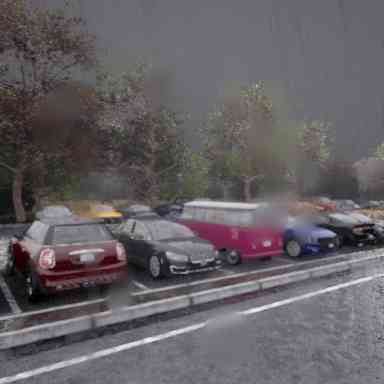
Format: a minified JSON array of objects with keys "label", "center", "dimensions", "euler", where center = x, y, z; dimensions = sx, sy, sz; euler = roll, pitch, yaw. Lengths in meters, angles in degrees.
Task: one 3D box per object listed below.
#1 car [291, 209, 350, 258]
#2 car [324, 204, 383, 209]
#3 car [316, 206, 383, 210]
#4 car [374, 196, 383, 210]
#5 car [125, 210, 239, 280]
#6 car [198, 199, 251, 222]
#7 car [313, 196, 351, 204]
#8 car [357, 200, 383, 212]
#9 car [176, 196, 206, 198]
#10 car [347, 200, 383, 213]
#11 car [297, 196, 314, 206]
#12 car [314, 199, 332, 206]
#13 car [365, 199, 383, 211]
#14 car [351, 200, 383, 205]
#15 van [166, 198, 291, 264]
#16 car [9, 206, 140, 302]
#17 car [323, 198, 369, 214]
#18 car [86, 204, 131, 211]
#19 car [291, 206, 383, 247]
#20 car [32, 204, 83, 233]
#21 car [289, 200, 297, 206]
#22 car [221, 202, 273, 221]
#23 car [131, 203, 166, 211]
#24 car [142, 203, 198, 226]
[{"label":"car","center":[3.458,1.611,13.733],"dimensions":[2.097,1.535,5.008],"euler":[1,0,-35]},{"label":"car","center":[10.394,1.675,18.386],"dimensions":[1.946,1.575,5.366],"euler":[1,0,-35]},{"label":"car","center":[8.010,1.697,16.936],"dimensions":[2.002,1.452,4.674],"euler":[1,0,-35]},{"label":"car","center":[29.937,1.651,48.414],"dimensions":[2.435,2.045,5.566],"euler":[0,0,-35]},{"label":"car","center":[-1.094,1.566,10.527],"dimensions":[2.231,1.521,4.892],"euler":[1,0,-35]},{"label":"car","center":[2.752,1.551,29.190],"dimensions":[2.185,1.767,4.553],"euler":[1,0,-35]},{"label":"car","center":[14.135,1.527,37.214],"dimensions":[2.435,2.045,5.566],"euler":[0,0,-35]},{"label":"car","center":[25.498,1.869,45.259],"dimensions":[2.097,1.535,5.008],"euler":[0,0,-35]},{"label":"car","center":[0.475,1.404,27.590],"dimensions":[2.435,2.045,5.566],"euler":[1,0,-35]},{"label":"car","center":[23.240,1.881,43.625],"dimensions":[2.163,1.488,4.792],"euler":[0,0,-35]},{"label":"car","center":[9.582,1.614,34.001],"dimensions":[2.185,1.767,4.553],"euler":[0,0,-35]},{"label":"car","center":[11.837,1.759,35.634],"dimensions":[2.097,1.535,5.008],"euler":[0,0,-35]},{"label":"car","center":[27.568,1.882,46.938],"dimensions":[1.946,1.575,5.366],"euler":[0,0,-35]},{"label":"car","center":[12.581,1.573,20.115],"dimensions":[2.185,1.767,4.553],"euler":[1,0,-35]},{"label":"van","center":[1.120,1.363,12.222],"dimensions":[1.878,1.987,4.442],"euler":[1,0,-35]},{"label":"car","center":[-3.449,1.415,8.822],"dimensions":[2.185,1.767,4.553],"euler":[1,0,-35]},{"label":"car","center":[18.653,1.690,40.469],"dimensions":[2.185,1.767,4.553],"euler":[0,0,-35]},{"label":"car","center":[-6.376,1.587,22.804],"dimensions":[2.097,1.535,5.008],"euler":[1,0,-35]},{"label":"car","center":[5.739,1.634,15.327],"dimensions":[2.097,1.535,5.008],"euler":[1,0,-35]},{"label":"car","center":[-8.652,1.604,21.198],"dimensions":[2.002,1.452,4.674],"euler":[1,0,-35]},{"label":"car","center":[7.290,1.719,32.419],"dimensions":[2.097,1.535,5.008],"euler":[1,0,-35]},{"label":"car","center":[5.008,1.738,30.821],"dimensions":[2.002,1.452,4.674],"euler":[1,0,-35]},{"label":"car","center":[-4.100,1.611,24.409],"dimensions":[2.231,1.521,4.892],"euler":[1,0,-35]},{"label":"car","center":[-1.838,1.662,26.030],"dimensions":[2.163,1.488,4.792],"euler":[1,0,-35]}]
